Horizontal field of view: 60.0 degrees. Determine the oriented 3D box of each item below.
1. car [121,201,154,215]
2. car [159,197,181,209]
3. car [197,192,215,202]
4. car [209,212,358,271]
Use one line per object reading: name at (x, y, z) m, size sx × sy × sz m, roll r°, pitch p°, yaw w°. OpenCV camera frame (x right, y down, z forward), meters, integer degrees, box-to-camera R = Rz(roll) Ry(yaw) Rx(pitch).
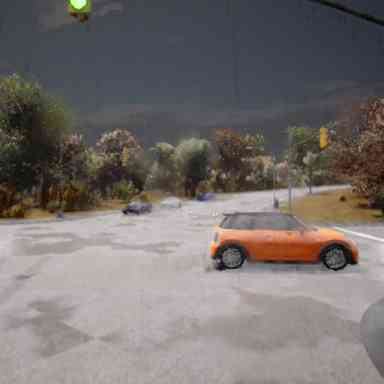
car at (-6.079, 1.749, 37.877) m, size 2.033 × 1.411 × 5.357 m, roll 0°, pitch 0°, yaw 15°
car at (-3.011, 1.531, 47.685) m, size 1.812 × 1.442 × 4.674 m, roll 0°, pitch 2°, yaw 20°
car at (2.540, 0.876, 60.944) m, size 1.882 × 1.535 × 5.008 m, roll 0°, pitch 3°, yaw 26°
car at (2.818, 1.434, 10.752) m, size 4.553 × 1.767 × 2.097 m, roll 0°, pitch 0°, yaw 2°
